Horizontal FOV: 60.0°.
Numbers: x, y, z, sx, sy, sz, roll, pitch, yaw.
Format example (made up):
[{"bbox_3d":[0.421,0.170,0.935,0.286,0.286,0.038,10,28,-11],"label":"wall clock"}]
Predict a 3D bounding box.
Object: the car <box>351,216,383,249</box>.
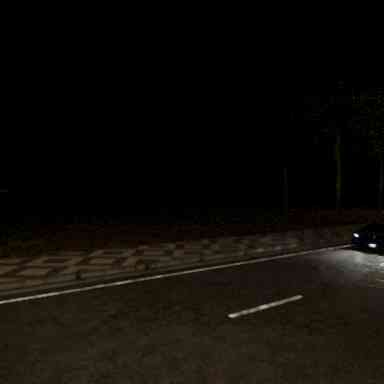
[{"bbox_3d":[8.971,1.636,14.079,5.357,1.411,2.033,0,0,-36],"label":"car"}]
